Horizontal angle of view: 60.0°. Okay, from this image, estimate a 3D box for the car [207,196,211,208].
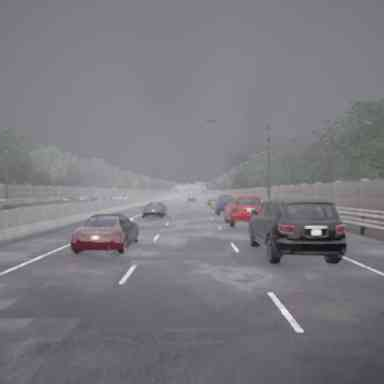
[{"bbox_3d":[3.477,1.524,45.197,1.801,1.575,5.366,0,0,0],"label":"car"}]

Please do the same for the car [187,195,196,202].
[{"bbox_3d":[-0.040,1.609,76.662,1.882,1.535,5.008,0,0,0],"label":"car"}]

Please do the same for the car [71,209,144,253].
[{"bbox_3d":[-3.407,1.580,13.707,1.994,1.385,4.181,0,0,0],"label":"car"}]

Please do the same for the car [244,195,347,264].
[{"bbox_3d":[3.493,1.236,12.032,2.150,2.045,5.566,0,0,0],"label":"car"}]

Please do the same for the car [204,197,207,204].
[{"bbox_3d":[3.471,1.598,56.010,1.837,1.490,4.892,0,0,0],"label":"car"}]

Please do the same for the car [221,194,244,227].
[{"bbox_3d":[3.488,1.251,23.034,2.150,2.045,5.566,0,0,0],"label":"car"}]

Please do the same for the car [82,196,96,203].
[{"bbox_3d":[-21.036,1.605,68.212,1.837,1.490,4.892,0,0,0],"label":"car"}]

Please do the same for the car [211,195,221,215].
[{"bbox_3d":[3.482,1.268,34.036,2.150,2.045,5.566,0,0,0],"label":"car"}]

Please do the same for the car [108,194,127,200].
[{"bbox_3d":[-14.040,1.384,64.520,2.150,2.045,5.566,0,0,0],"label":"car"}]

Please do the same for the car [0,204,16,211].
[{"bbox_3d":[-14.110,1.593,23.962,1.994,1.385,4.181,0,0,0],"label":"car"}]

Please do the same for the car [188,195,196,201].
[{"bbox_3d":[-0.048,1.661,92.096,2.033,1.411,5.357,0,0,0],"label":"car"}]

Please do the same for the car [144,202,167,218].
[{"bbox_3d":[-3.416,1.605,31.215,1.994,1.385,4.181,0,0,0],"label":"car"}]

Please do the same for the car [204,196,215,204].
[{"bbox_3d":[3.465,1.584,67.202,1.801,1.575,5.366,0,0,0],"label":"car"}]

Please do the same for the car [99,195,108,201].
[{"bbox_3d":[-17.536,1.461,68.244,2.097,1.767,4.553,0,0,0],"label":"car"}]
